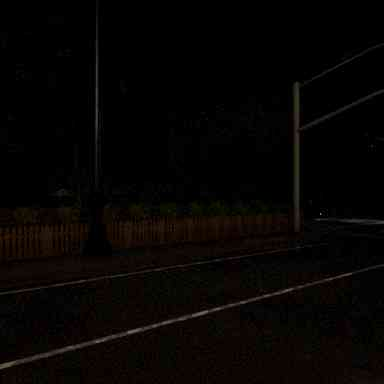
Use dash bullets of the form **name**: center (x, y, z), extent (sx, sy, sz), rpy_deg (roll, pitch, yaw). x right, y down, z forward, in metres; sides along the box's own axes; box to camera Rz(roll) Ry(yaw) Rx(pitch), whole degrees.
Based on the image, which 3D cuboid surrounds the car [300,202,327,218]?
- **car**: center (9.861, 1.601, 30.565), extent (1.895, 1.301, 4.718), rpy_deg (0, 0, -35)
